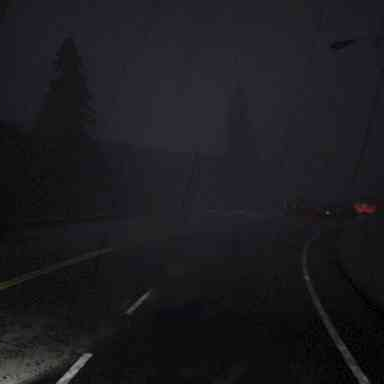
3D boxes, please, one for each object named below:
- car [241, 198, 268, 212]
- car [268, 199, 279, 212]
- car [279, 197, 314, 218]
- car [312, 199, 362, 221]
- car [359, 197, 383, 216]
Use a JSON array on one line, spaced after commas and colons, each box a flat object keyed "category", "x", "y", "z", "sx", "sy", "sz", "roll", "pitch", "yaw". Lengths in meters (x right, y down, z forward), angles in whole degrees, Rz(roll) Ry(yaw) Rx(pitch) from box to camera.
[{"category": "car", "x": 7.858, "y": 1.431, "z": 38.017, "sx": 5.357, "sy": 1.411, "sz": 2.033, "roll": 0, "pitch": 0, "yaw": -44}, {"category": "car", "x": 10.708, "y": 1.404, "z": 35.914, "sx": 4.902, "sy": 1.511, "sz": 2.128, "roll": 0, "pitch": 0, "yaw": -44}, {"category": "car", "x": 10.189, "y": 1.285, "z": 30.133, "sx": 2.097, "sy": 1.767, "sz": 4.553, "roll": 1, "pitch": 0, "yaw": 43}, {"category": "car", "x": 11.621, "y": 1.521, "z": 26.563, "sx": 1.994, "sy": 1.385, "sz": 4.181, "roll": 1, "pitch": 0, "yaw": 44}, {"category": "car", "x": 17.687, "y": 1.321, "z": 32.714, "sx": 4.553, "sy": 1.767, "sz": 2.097, "roll": 0, "pitch": 0, "yaw": -45}]
